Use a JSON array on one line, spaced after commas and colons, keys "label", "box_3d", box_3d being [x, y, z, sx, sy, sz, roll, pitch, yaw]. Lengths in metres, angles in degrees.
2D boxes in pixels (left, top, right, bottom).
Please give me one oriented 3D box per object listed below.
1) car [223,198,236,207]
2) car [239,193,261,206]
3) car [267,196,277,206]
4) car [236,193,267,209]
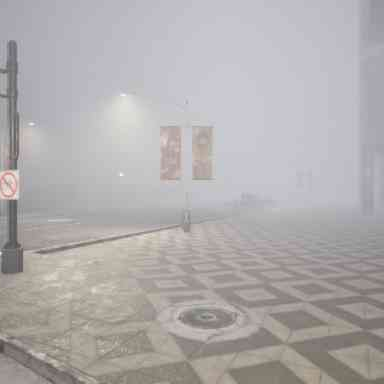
[{"label": "car", "box_3d": [6.221, 1.570, 49.020, 1.895, 1.301, 4.718, 0, 0, 27]}, {"label": "car", "box_3d": [9.888, 1.183, 56.582, 2.150, 2.045, 5.566, 0, 0, 26]}, {"label": "car", "box_3d": [12.794, 1.449, 55.126, 2.128, 1.511, 4.902, 0, 0, 26]}, {"label": "car", "box_3d": [8.270, 1.189, 45.801, 2.150, 2.045, 5.566, 0, 0, 27]}]
